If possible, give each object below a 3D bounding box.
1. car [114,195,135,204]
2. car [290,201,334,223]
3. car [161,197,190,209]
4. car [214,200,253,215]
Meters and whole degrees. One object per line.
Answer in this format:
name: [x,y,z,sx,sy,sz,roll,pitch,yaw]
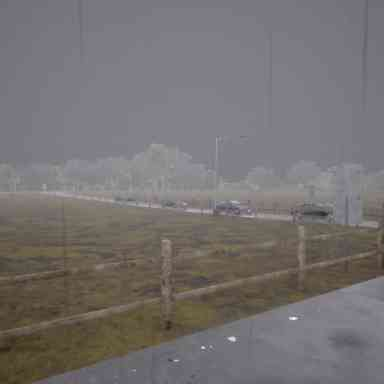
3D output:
car: [-11.241,1.245,55.190,1.895,1.301,4.718,1,1,-36]
car: [9.854,1.486,25.553,2.128,1.511,4.902,1,-1,-34]
car: [-2.203,1.388,42.437,2.128,1.511,4.902,1,0,-36]
car: [4.081,1.517,33.669,1.812,1.442,4.674,1,-1,-36]
